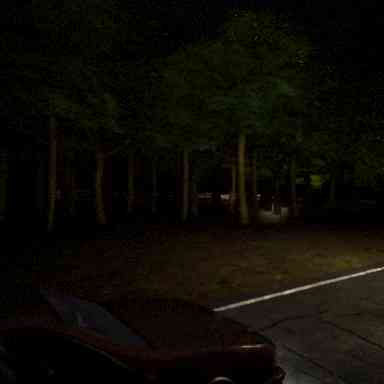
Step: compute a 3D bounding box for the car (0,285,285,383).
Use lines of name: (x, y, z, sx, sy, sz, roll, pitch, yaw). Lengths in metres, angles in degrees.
car: (-1.682, 1.545, 2.541, 5.357, 1.411, 2.033, 0, 0, -35)
